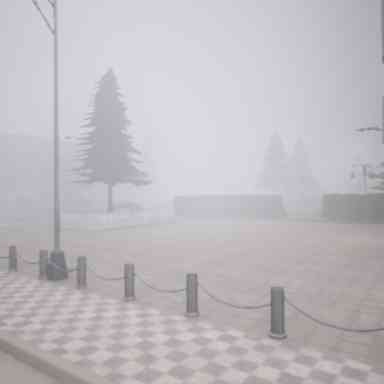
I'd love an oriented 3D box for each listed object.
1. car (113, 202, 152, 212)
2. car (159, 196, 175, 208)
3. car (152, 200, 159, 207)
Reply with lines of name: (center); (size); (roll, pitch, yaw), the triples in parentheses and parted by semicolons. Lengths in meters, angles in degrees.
car: (-7.601, 1.916, 40.744); (1.882, 1.535, 5.008); (-1, -2, 36)
car: (-2.711, 1.711, 59.394); (2.150, 2.045, 5.566); (-1, -1, 36)
car: (-5.668, 2.151, 61.270); (1.895, 1.301, 4.718); (-1, -1, 36)
